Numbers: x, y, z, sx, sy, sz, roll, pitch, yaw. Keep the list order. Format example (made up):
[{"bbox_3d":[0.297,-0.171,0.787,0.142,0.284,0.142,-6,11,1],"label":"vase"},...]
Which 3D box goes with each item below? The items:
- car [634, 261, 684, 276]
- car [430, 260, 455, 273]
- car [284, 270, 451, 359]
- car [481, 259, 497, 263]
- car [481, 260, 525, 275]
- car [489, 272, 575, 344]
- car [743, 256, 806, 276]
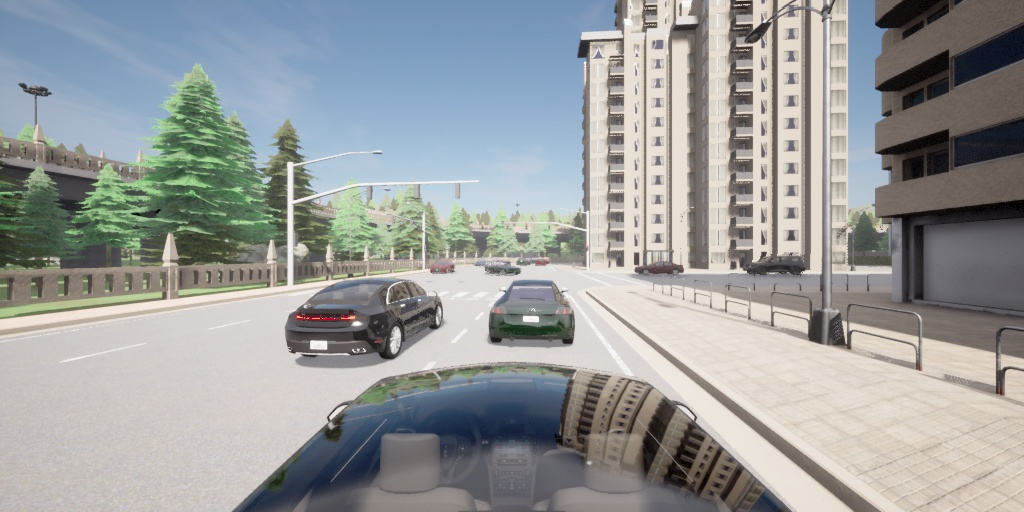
[{"bbox_3d":[15.786,1.283,38.585,5.008,1.535,1.882,0,0,4],"label":"car"},{"bbox_3d":[-7.756,1.227,40.395,1.882,1.535,5.008,0,0,4],"label":"car"},{"bbox_3d":[-3.042,1.255,8.455,1.837,1.490,4.892,0,0,5],"label":"car"},{"bbox_3d":[-3.082,1.275,55.209,1.812,1.442,4.674,0,0,5],"label":"car"},{"bbox_3d":[-0.996,1.377,37.151,1.895,1.301,4.718,0,0,-33],"label":"car"},{"bbox_3d":[0.573,1.314,9.650,1.994,1.385,4.181,0,0,5],"label":"car"},{"bbox_3d":[27.598,1.028,37.820,5.566,2.045,2.150,0,0,4],"label":"car"}]
